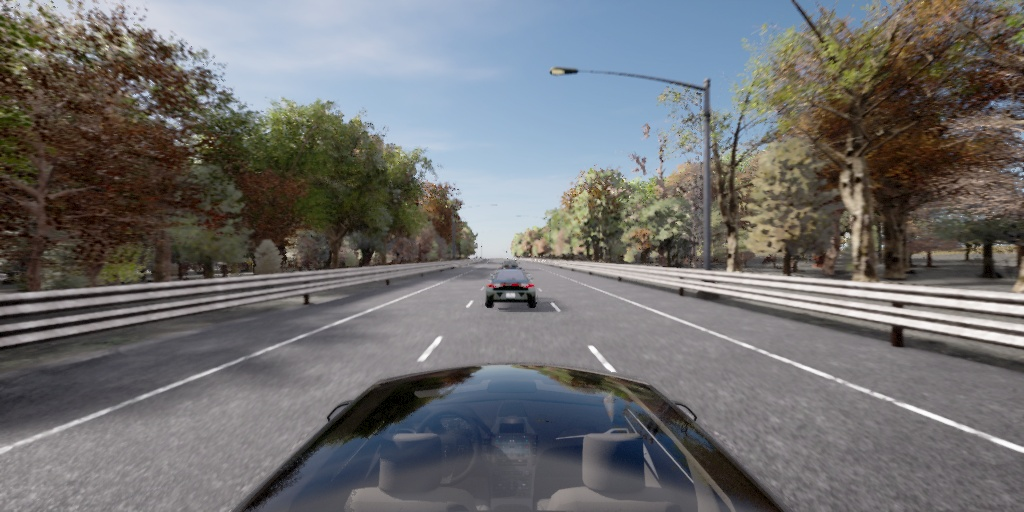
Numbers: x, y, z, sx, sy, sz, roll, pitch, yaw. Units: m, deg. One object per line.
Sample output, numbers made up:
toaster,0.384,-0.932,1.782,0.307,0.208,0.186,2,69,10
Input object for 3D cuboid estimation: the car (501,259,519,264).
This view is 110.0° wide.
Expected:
car,-0.235,1.175,43.816,2.097,1.767,4.553,0,0,-1

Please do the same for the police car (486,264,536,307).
police car,-0.059,1.281,15.702,2.038,1.542,4.974,0,0,0
